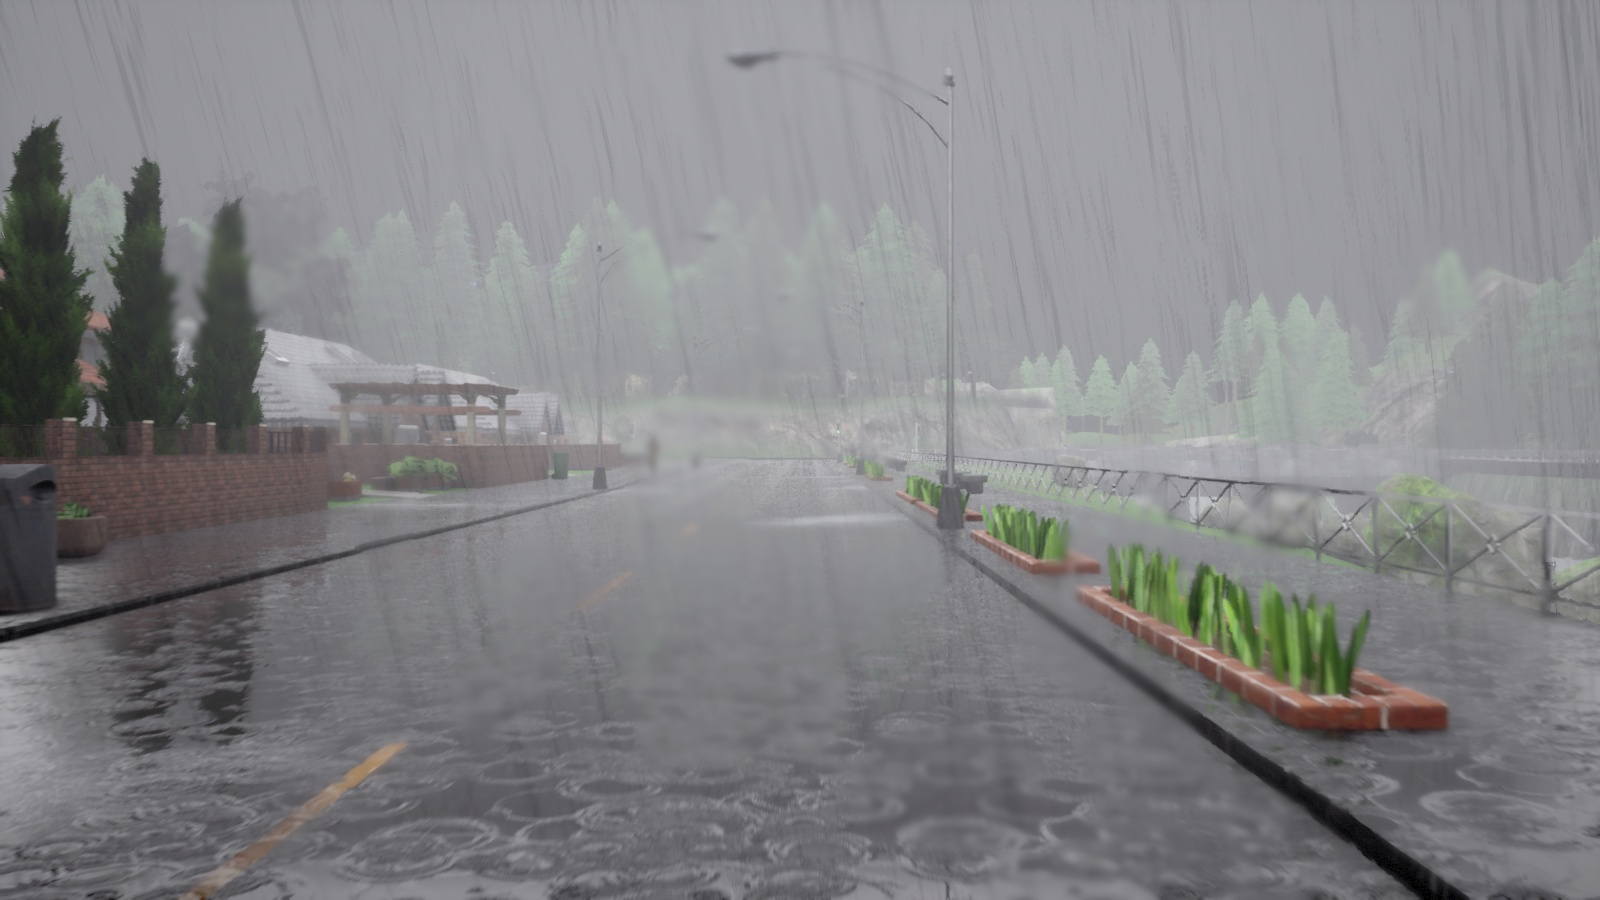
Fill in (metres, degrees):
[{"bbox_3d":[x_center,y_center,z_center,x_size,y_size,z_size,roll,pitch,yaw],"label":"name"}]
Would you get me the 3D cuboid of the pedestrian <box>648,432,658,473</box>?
[{"bbox_3d":[-6.880,0.119,58.801,0.396,1.930,0.692,0,0,1],"label":"pedestrian"}]
